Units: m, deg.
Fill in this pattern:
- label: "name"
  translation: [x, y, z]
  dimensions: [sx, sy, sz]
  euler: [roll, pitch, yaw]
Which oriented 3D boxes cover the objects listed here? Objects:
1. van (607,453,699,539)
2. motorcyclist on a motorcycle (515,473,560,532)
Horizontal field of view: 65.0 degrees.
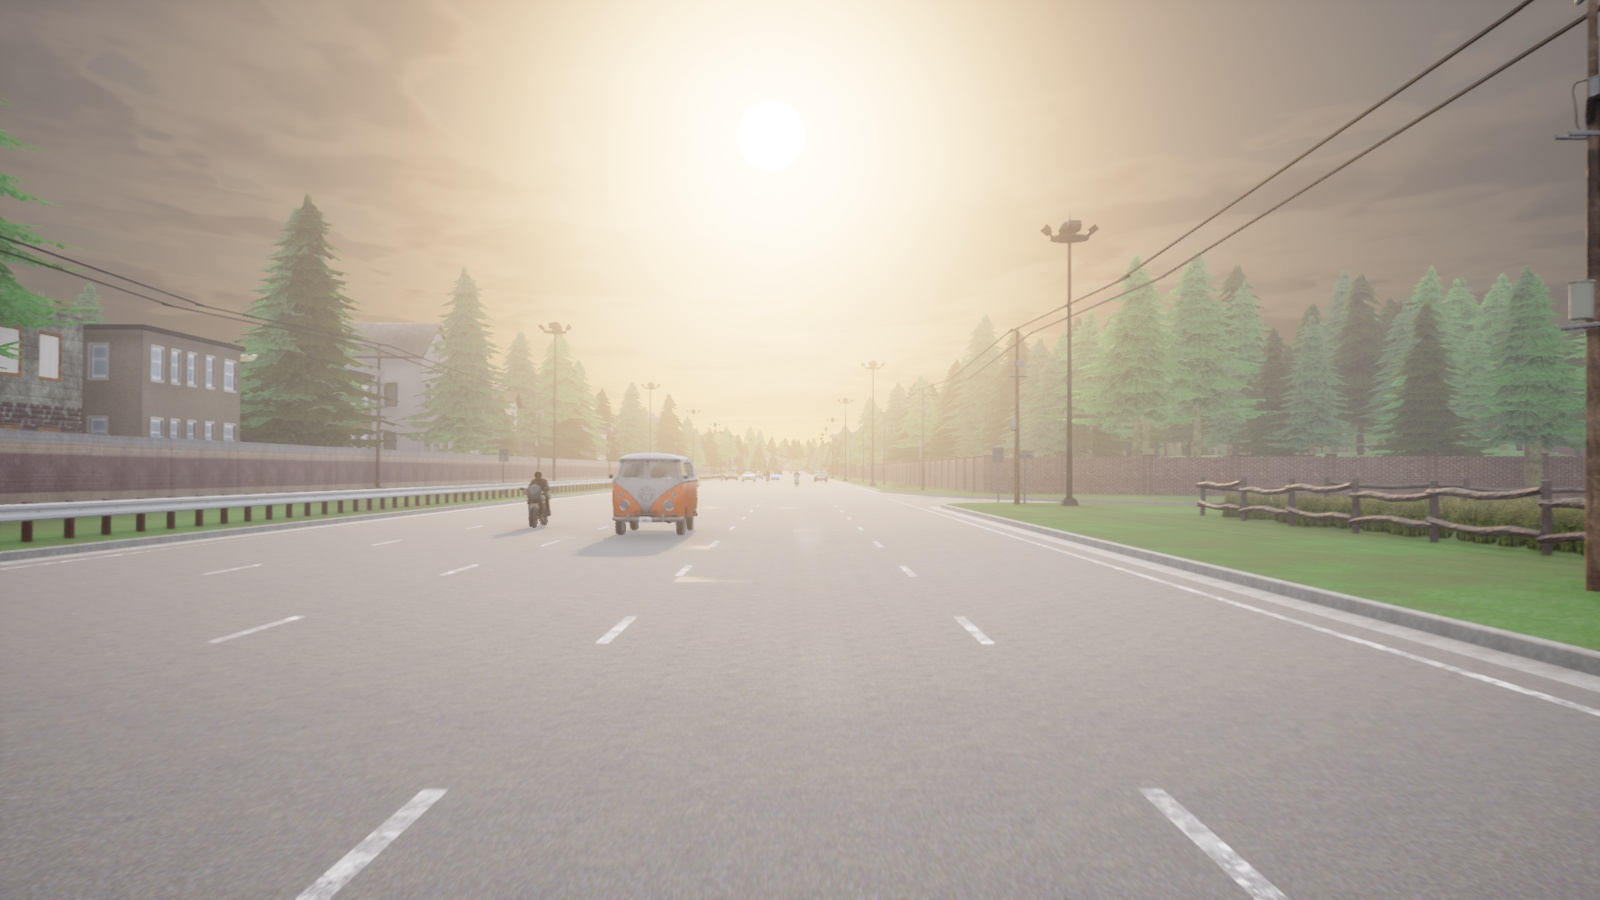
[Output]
- label: "van"
  translation: [-3.576, 1.106, 31.311]
  dimensions: [1.775, 1.987, 4.442]
  euler: [0, -1, 0]
- label: "motorcyclist on a motorcycle"
  translation: [-7.082, 1.394, 34.006]
  dimensions: [0.797, 1.523, 2.044]
  euler: [0, -1, 0]
